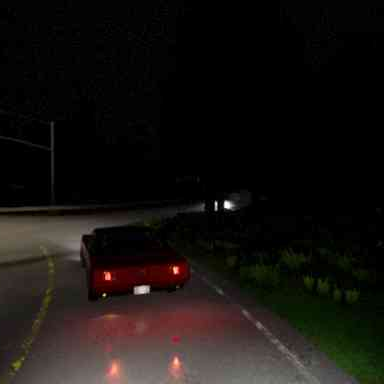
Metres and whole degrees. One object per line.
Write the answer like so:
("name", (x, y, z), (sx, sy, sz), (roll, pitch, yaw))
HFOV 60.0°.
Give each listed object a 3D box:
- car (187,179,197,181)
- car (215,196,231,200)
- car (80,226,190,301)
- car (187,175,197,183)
("car", (-0.504, -1.829, 59.651), (1.837, 1.490, 4.892), (0, 5, -24))
("car", (3.704, 0.099, 40.682), (2.128, 1.511, 4.902), (0, 5, 12))
("car", (-1.695, 1.482, 8.185), (1.895, 1.301, 4.718), (0, 1, -21))
("car", (0.016, -2.809, 70.076), (2.128, 1.511, 4.902), (0, 6, -1))
